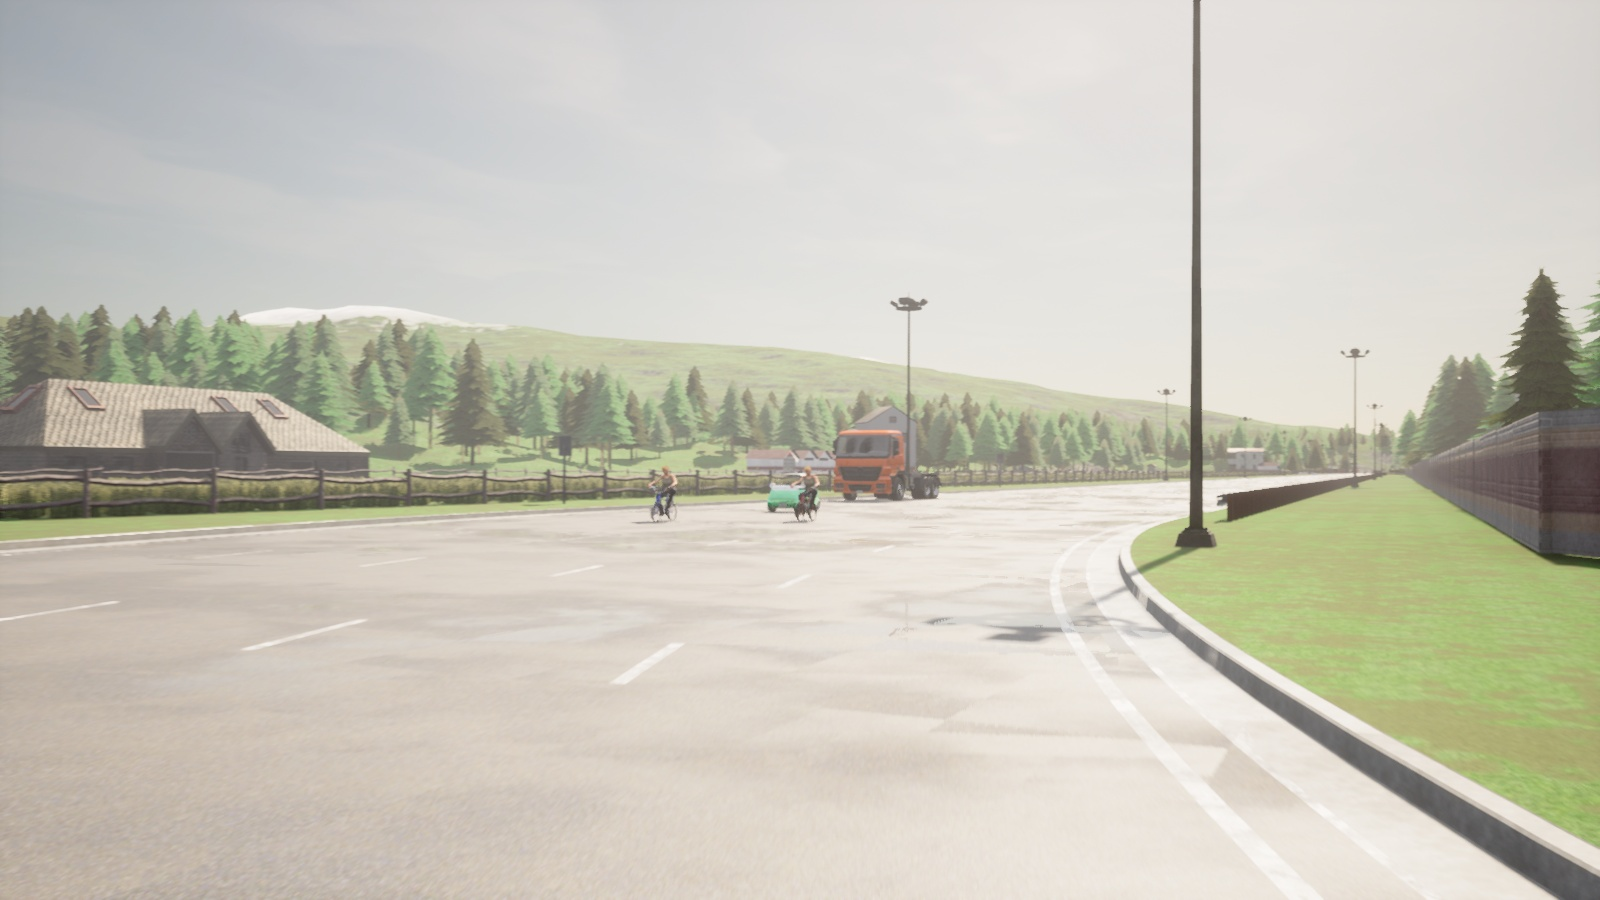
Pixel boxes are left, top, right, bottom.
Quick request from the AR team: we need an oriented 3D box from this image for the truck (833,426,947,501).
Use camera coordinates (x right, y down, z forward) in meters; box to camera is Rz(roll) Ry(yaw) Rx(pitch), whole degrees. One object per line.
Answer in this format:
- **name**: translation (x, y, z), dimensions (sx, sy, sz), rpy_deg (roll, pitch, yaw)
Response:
- **truck**: translation (4.567, 0.676, 61.915), dimensions (2.891, 3.462, 7.936), rpy_deg (-1, -1, 26)

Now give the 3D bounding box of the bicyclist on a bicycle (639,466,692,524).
- **bicyclist on a bicycle**: translation (-3.786, 1.250, 35.479), dimensions (0.866, 1.612, 1.509), rpy_deg (-1, -1, 22)

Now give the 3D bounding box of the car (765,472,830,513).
- **car**: translation (-0.074, 1.478, 44.095), dimensions (1.481, 1.376, 2.207), rpy_deg (-1, -1, 25)

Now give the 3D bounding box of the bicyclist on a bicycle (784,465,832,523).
- **bicyclist on a bicycle**: translation (0.236, 1.248, 36.140), dimensions (0.866, 1.612, 1.509), rpy_deg (0, -1, 22)
